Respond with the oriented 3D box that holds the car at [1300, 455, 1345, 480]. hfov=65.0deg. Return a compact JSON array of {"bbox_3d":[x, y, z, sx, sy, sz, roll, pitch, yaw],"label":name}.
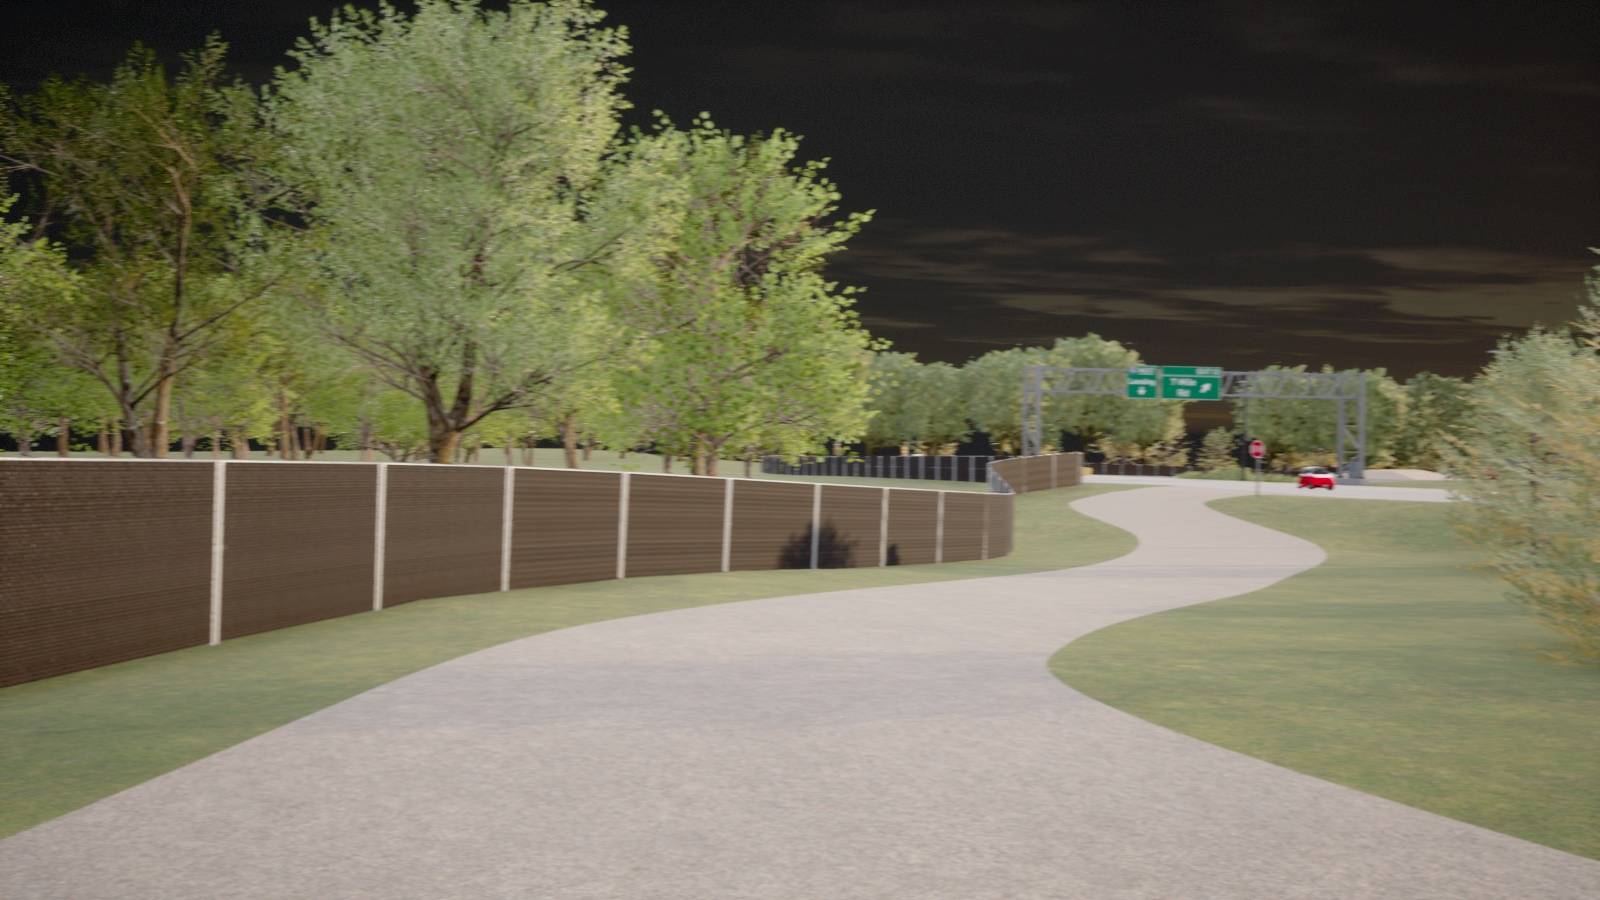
[{"bbox_3d":[30.314,1.021,72.890,1.481,1.376,2.207,0,-1,-9],"label":"car"}]
